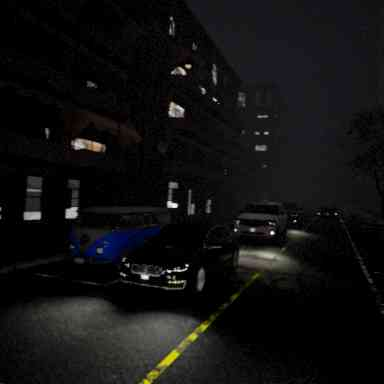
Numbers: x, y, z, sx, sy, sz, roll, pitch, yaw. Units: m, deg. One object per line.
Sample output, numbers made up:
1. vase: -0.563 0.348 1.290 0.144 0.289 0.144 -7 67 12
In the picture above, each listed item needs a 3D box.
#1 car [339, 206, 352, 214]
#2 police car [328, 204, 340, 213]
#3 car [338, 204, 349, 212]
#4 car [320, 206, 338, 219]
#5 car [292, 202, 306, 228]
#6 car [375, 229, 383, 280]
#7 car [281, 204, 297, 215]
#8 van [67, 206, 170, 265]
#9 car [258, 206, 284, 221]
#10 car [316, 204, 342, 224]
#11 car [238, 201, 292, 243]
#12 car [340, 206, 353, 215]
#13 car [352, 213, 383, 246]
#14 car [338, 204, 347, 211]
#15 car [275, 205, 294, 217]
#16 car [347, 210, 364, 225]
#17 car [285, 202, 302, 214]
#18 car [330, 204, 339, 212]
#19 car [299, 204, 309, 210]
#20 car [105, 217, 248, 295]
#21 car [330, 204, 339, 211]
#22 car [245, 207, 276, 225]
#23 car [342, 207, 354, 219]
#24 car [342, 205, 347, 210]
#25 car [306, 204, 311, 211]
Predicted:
1. car: 29.414 3.441 63.902 2.008 1.369 4.403 3 0 23
2. police car: 28.257 3.303 66.332 1.930 1.638 5.238 2 -1 20
3. car: 33.758 3.628 74.158 1.967 1.590 4.097 3 0 23
4. car: 18.722 2.740 45.519 2.128 1.511 4.902 2 -1 23
5. car: 8.203 1.854 28.589 2.150 2.045 5.566 2 -1 23
6. car: 5.553 1.833 7.498 1.947 1.339 4.313 3 0 23
7. car: 15.131 2.717 51.633 1.752 1.417 4.829 3 0 23
8. van: -2.147 1.360 10.769 1.690 1.788 3.998 3 0 23
9. car: 8.688 2.303 36.406 2.008 1.369 4.403 3 0 23
10. car: 14.401 2.303 35.198 2.097 1.767 4.553 2 -1 23
11. car: 4.040 1.574 18.779 2.150 2.045 5.566 2 -1 23
12. car: 27.246 3.292 58.775 2.008 1.369 4.403 3 0 23
13. car: 9.892 2.104 17.752 1.887 1.381 4.507 3 0 23
14. car: 38.096 3.927 84.414 1.967 1.590 4.097 3 0 23
15. car: 13.026 2.614 46.662 1.947 1.339 4.313 3 0 23
16. car: 12.061 2.257 22.880 2.008 1.369 4.403 3 0 23
17. car: 17.377 2.660 56.920 2.192 1.841 5.009 3 0 23
18. car: 32.367 3.610 75.548 1.801 1.575 5.366 2 -1 23
19. car: 26.041 3.484 77.428 1.887 1.381 4.507 3 0 23
20. car: -0.034 1.583 9.171 1.837 1.490 4.892 2 -1 23
21. car: 34.722 3.770 81.065 1.801 1.575 5.366 2 -1 23
22. car: 6.518 2.171 31.279 1.947 1.339 4.313 3 0 23
23. car: 16.400 2.552 33.136 2.008 1.369 4.403 3 0 23
24. car: 20.806 2.826 43.549 1.752 1.417 4.829 3 0 23
25. car: 23.884 3.106 72.302 2.192 1.841 5.009 3 0 23
